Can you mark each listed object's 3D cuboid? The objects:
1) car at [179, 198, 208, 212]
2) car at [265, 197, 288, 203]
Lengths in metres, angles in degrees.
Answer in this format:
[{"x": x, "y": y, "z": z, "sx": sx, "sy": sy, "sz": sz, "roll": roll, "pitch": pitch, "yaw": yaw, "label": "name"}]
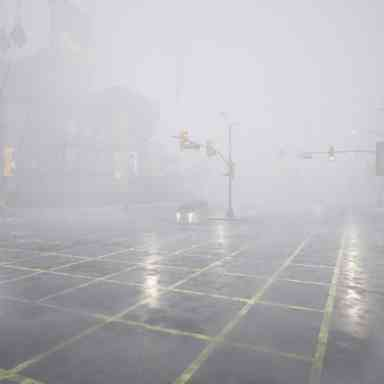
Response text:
[{"x": 0.261, "y": 1.478, "z": 39.541, "sx": 1.882, "sy": 1.535, "sz": 5.008, "roll": 0, "pitch": 0, "yaw": 27, "label": "car"}, {"x": 17.175, "y": 1.595, "z": 67.568, "sx": 4.718, "sy": 1.301, "sz": 1.895, "roll": 0, "pitch": 0, "yaw": -31, "label": "car"}]
